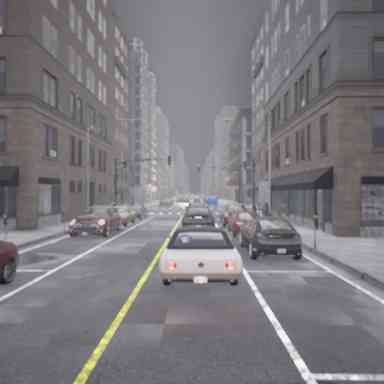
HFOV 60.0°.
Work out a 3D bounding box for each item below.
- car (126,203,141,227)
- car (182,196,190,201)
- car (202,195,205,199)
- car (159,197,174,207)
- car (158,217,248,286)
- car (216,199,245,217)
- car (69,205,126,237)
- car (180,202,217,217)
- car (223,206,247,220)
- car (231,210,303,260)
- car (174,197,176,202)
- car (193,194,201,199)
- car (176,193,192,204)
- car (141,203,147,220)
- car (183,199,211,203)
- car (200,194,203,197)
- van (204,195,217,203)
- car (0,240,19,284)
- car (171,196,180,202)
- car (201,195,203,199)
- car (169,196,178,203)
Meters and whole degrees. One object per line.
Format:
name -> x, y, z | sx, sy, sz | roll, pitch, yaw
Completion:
car -> -5.069, 1.601, 23.413 | 1.752, 1.417, 4.829 | 0, 0, 1
car -> -1.500, 1.714, 88.228 | 2.033, 1.411, 5.357 | 0, 0, 1
car -> 3.589, 1.797, 67.434 | 1.802, 1.307, 4.206 | 0, 0, 1
car -> -4.598, 1.730, 56.180 | 2.008, 1.369, 4.403 | 0, 0, 1
car -> 0.223, 1.632, 9.472 | 1.895, 1.301, 4.718 | 0, 0, 1
car -> 2.958, 1.516, 23.477 | 1.967, 1.590, 4.097 | 0, 0, 1
car -> -5.146, 1.498, 18.067 | 1.967, 1.590, 4.097 | 0, 0, 1
car -> 0.368, 1.568, 19.584 | 1.837, 1.490, 4.892 | 0, 0, 1
car -> 2.879, 1.640, 17.958 | 1.802, 1.307, 4.206 | 0, 0, 1
car -> 2.799, 1.591, 12.440 | 2.008, 1.369, 4.403 | 0, 0, 1
car -> -4.517, 1.742, 61.861 | 1.887, 1.381, 4.507 | 0, 0, 1
car -> 1.216, 1.795, 85.821 | 2.033, 1.411, 5.357 | 0, 0, 1
car -> -1.736, 1.583, 71.830 | 2.097, 1.767, 4.553 | 0, 0, 1
car -> -4.987, 1.644, 29.101 | 2.008, 1.369, 4.403 | 0, 0, 1
car -> 0.399, 1.598, 28.922 | 1.837, 1.490, 4.892 | 0, 0, 1
car -> 3.834, 1.576, 84.478 | 2.192, 1.841, 5.009 | 0, 0, 1
van -> 3.426, 1.520, 56.074 | 1.690, 1.788, 3.998 | 0, 0, 1
car -> -5.304, 1.605, 7.030 | 1.802, 1.307, 4.206 | 0, 0, 1
car -> -4.190, 1.827, 84.586 | 1.947, 1.339, 4.313 | 0, 0, 1
car -> 3.753, 1.829, 78.796 | 1.802, 1.307, 4.206 | 0, 0, 1
car -> -4.274, 1.772, 78.735 | 1.752, 1.417, 4.829 | 0, 0, 1
